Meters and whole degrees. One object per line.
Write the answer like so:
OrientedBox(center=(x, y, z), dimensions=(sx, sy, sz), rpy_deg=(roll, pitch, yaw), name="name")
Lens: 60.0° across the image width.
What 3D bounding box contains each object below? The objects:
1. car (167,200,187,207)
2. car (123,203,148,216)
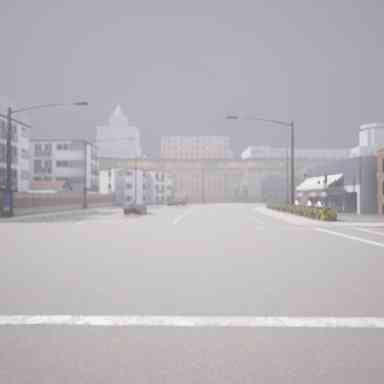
OrientedBox(center=(-2.902, 2.081, 62.543), dimensions=(1.895, 1.301, 4.718), rpy_deg=(0, -1, 27), name="car")
OrientedBox(center=(-6.294, 1.936, 37.317), dimensions=(1.895, 1.301, 4.718), rpy_deg=(0, -1, 3), name="car")
